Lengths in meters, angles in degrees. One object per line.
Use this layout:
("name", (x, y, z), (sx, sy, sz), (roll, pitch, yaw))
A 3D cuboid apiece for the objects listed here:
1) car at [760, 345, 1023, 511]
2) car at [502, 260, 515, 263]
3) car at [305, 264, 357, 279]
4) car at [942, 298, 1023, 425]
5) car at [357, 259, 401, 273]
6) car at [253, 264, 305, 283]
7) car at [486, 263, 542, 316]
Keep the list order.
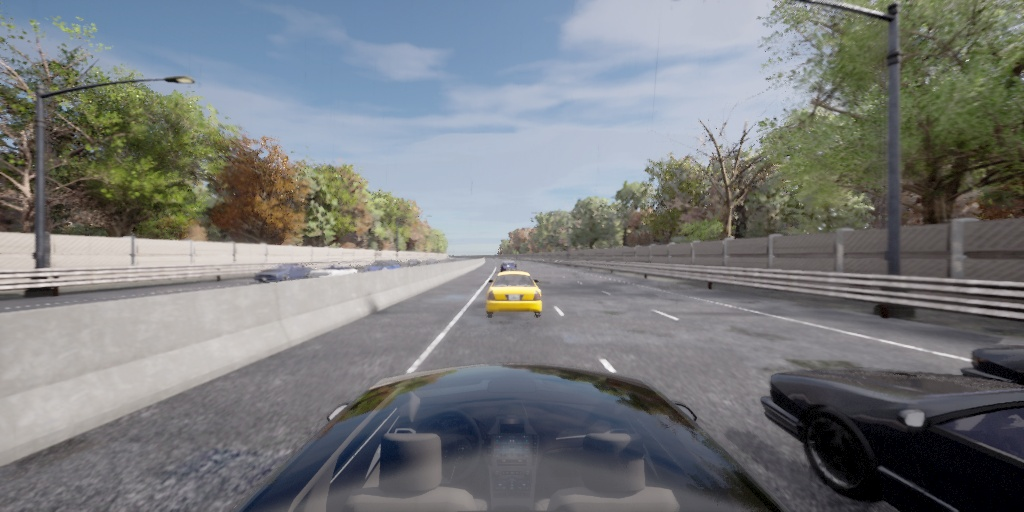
("car", (3.601, 1.296, 1.374), (2.033, 1.411, 5.357), (0, 0, 0))
("car", (-0.439, 1.269, 44.568), (2.163, 1.488, 4.792), (0, 0, -1))
("car", (-14.325, 1.360, 29.051), (1.895, 1.301, 4.718), (0, 0, -1))
("car", (7.099, 1.296, 2.387), (2.033, 1.411, 5.357), (0, 0, 0))
("car", (-10.843, 1.112, 30.103), (2.097, 1.767, 4.553), (0, 0, -1))
("car", (-17.815, 1.307, 28.426), (2.033, 1.411, 5.357), (0, 0, -1))
("car", (0.051, 1.211, 13.237), (1.801, 1.575, 5.366), (0, 0, 0))
